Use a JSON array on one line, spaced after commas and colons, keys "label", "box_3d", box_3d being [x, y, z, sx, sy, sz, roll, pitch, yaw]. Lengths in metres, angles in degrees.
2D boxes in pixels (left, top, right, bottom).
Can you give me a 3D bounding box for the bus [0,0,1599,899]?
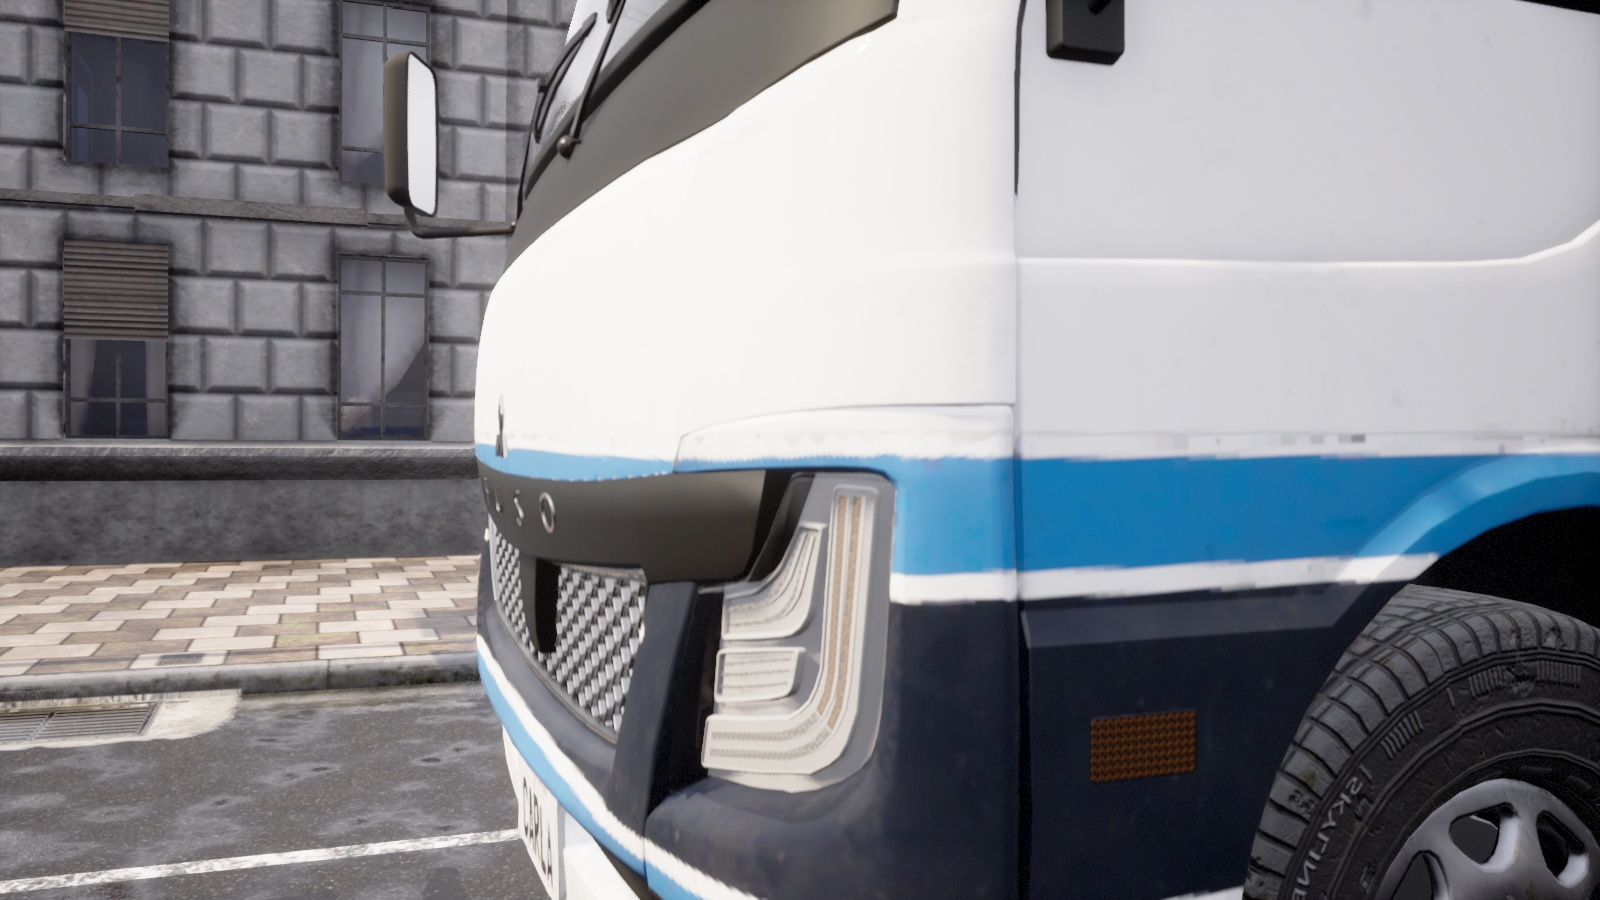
[{"label": "bus", "box_3d": [3.501, -0.691, 4.580, 10.273, 4.253, 3.944, -1, 1, -21]}]
